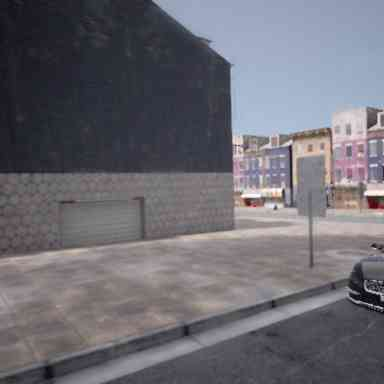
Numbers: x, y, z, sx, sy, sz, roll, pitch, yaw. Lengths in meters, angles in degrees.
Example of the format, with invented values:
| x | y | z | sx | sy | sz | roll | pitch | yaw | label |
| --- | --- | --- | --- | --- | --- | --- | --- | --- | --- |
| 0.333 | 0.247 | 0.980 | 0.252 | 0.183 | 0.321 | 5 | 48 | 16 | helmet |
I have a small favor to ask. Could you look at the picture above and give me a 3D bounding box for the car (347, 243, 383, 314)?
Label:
| x | y | z | sx | sy | sz | roll | pitch | yaw | label |
| --- | --- | --- | --- | --- | --- | --- | --- | --- | --- |
| 5.050 | 1.452 | 6.632 | 4.892 | 1.490 | 1.837 | 0 | 0 | -35 | car |
